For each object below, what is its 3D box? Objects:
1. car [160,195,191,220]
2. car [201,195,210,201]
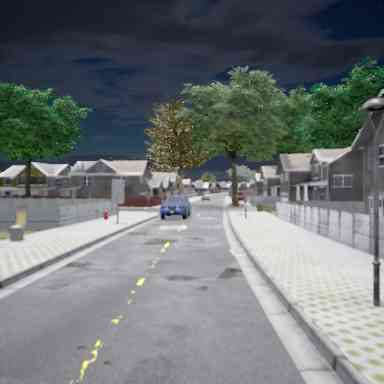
[{"bbox_3d":[-1.370,1.282,29.737,2.150,2.045,5.566,0,0,5],"label":"car"},{"bbox_3d":[3.158,1.505,77.948,1.994,1.385,4.181,0,0,5],"label":"car"}]
